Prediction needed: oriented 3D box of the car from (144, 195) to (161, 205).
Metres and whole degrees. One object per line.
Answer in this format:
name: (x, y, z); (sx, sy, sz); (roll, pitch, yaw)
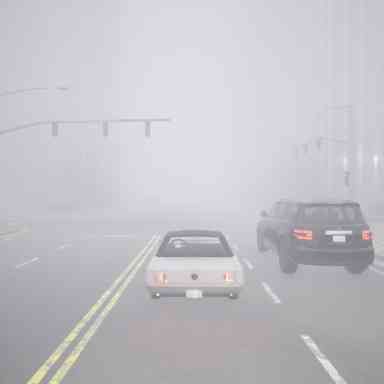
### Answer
car: (-7.033, 1.353, 57.623); (2.097, 1.767, 4.553); (0, 0, 0)

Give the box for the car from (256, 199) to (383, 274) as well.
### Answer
car: (3.583, 1.222, 10.746); (2.150, 2.045, 5.566); (0, 0, 0)

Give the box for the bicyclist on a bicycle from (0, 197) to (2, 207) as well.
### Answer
bicyclist on a bicycle: (-26.380, 1.301, 45.411); (0.582, 1.620, 1.656); (0, 0, -1)

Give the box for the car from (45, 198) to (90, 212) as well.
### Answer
car: (-14.324, 1.491, 38.375); (4.902, 1.511, 2.128); (0, 1, -14)

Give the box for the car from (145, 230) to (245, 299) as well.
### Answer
car: (0.067, 1.601, 8.391); (1.895, 1.301, 4.718); (0, 0, 1)

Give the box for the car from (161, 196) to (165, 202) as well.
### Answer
car: (-6.938, 1.540, 72.782); (2.033, 1.411, 5.357); (0, 0, 0)
